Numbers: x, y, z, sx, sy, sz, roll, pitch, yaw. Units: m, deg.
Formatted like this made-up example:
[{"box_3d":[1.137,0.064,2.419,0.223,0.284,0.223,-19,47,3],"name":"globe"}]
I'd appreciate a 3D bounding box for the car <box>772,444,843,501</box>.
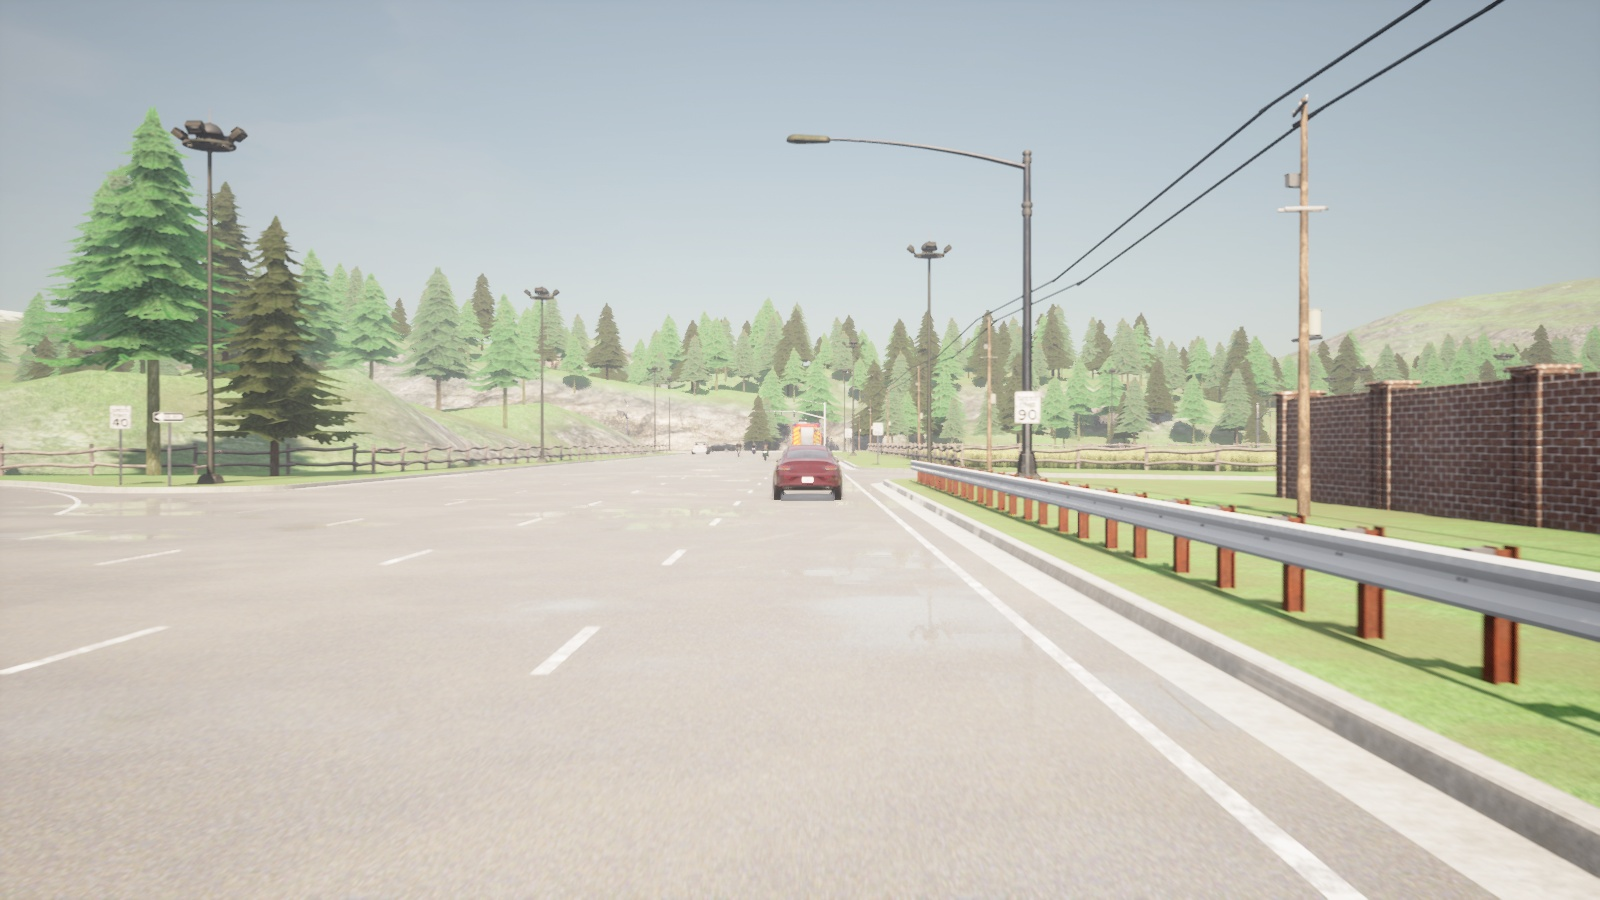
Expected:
[{"box_3d":[0.211,0.577,34.668,1.812,1.442,4.674,0,1,0],"name":"car"}]
